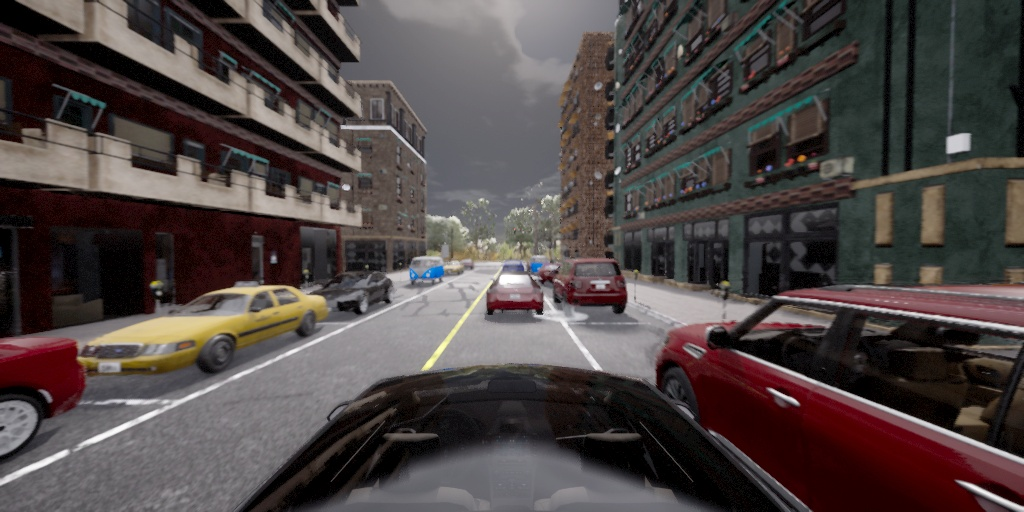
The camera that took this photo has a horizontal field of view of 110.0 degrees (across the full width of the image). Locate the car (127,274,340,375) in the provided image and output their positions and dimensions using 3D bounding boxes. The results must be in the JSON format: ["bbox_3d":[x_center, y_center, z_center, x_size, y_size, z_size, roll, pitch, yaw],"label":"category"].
[{"bbox_3d":[-5.691,1.241,7.489,1.751,1.417,4.829,0,0,0],"label":"car"}]

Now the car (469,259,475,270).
[{"bbox_3d":[-5.782,1.062,46.321,1.802,1.307,4.207,0,0,0],"label":"car"}]

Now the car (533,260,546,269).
[{"bbox_3d":[2.692,1.161,24.278,1.888,1.381,4.507,0,0,0],"label":"car"}]

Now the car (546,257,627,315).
[{"bbox_3d":[2.691,0.997,13.230,2.192,1.841,5.009,0,0,0],"label":"car"}]

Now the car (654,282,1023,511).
[{"bbox_3d":[2.690,1.062,2.181,2.192,1.841,5.009,0,0,0],"label":"car"}]

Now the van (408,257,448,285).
[{"bbox_3d":[-5.688,0.957,24.231,1.690,1.789,3.998,0,0,0],"label":"van"}]

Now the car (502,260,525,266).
[{"bbox_3d":[0.104,1.047,31.844,1.882,1.535,5.008,0,0,0],"label":"car"}]

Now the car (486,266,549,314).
[{"bbox_3d":[0.102,1.245,13.418,1.994,1.385,4.181,0,0,0],"label":"car"}]

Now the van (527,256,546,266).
[{"bbox_3d":[2.694,0.889,35.327,1.690,1.789,3.998,0,0,0],"label":"van"}]

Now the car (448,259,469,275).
[{"bbox_3d":[-5.686,1.074,35.109,1.751,1.417,4.829,0,0,0],"label":"car"}]

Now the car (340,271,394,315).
[{"bbox_3d":[-5.690,1.248,13.182,1.948,1.339,4.313,0,0,0],"label":"car"}]

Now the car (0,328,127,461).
[{"bbox_3d":[-5.691,1.293,2.134,1.888,1.381,4.507,0,0,0],"label":"car"}]
